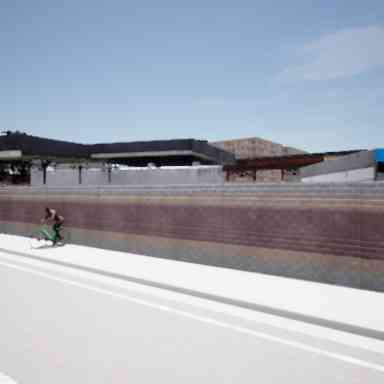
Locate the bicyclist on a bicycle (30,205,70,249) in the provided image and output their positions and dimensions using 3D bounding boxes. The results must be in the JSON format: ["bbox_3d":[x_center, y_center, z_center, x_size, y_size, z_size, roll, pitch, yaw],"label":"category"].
[{"bbox_3d":[-5.422,1.335,12.776,0.582,1.620,1.656,0,0,37],"label":"bicyclist on a bicycle"}]
